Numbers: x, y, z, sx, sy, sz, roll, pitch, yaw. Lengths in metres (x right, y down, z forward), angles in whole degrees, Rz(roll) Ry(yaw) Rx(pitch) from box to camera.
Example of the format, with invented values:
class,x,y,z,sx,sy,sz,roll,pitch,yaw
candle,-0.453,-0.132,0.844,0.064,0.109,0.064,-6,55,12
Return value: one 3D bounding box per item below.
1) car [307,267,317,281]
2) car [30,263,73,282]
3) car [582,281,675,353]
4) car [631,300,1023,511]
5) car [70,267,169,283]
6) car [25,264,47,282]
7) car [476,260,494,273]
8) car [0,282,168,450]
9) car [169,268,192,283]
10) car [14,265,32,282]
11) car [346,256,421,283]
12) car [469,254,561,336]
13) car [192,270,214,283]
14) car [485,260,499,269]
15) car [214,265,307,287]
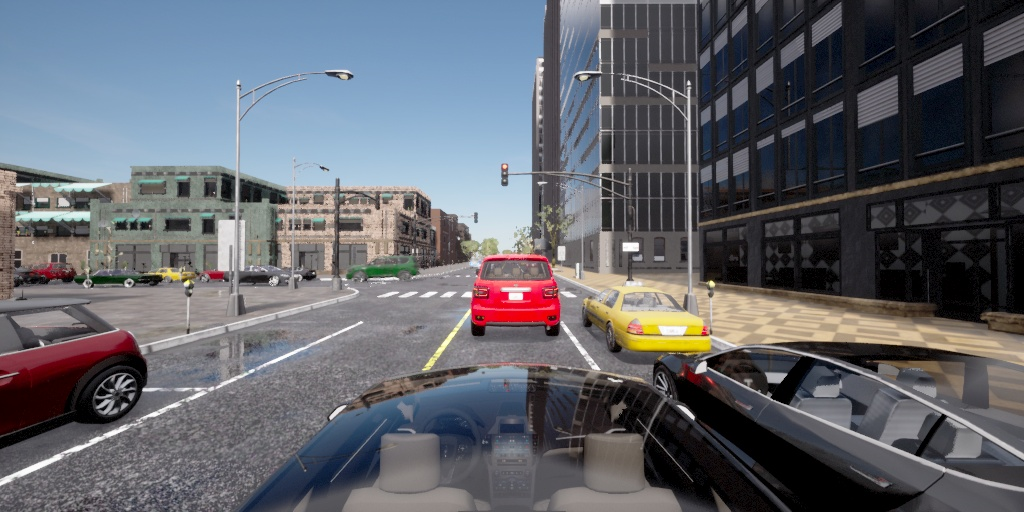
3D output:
class,x,y,z,sx,sy,sz,roll,pitch,yaw
car,-19.481,1.561,31.472,4.313,1.339,1.948,0,0,1
car,-41.672,1.522,31.704,5.009,1.841,2.192,0,0,1
car,2.812,1.277,8.622,1.751,1.417,4.829,0,0,0
car,2.655,1.316,2.809,1.948,1.339,4.313,0,0,0
car,-28.095,1.587,25.779,4.718,1.301,1.895,-1,-1,1
car,-41.589,1.670,29.122,4.892,1.490,1.837,-1,-1,1
car,-3.196,1.290,43.543,1.812,1.442,4.674,0,0,0
car,-5.693,1.190,2.843,1.967,1.591,4.097,0,0,0
car,-30.747,1.627,31.590,4.829,1.417,1.751,0,0,1
car,-38.508,1.591,25.901,4.892,1.490,1.837,-1,-1,1
car,-10.222,1.057,28.781,5.566,2.045,2.150,-2,1,-15
car,0.080,0.975,10.497,2.150,2.045,5.566,0,0,0
car,-25.029,1.488,31.531,4.097,1.591,1.967,0,0,1
car,-3.221,1.318,58.603,2.033,1.411,5.357,0,0,0
car,-17.892,1.381,25.691,4.902,1.511,2.128,-1,-1,2
